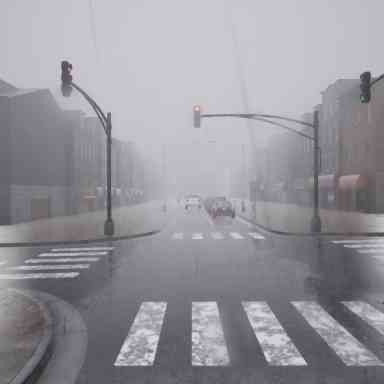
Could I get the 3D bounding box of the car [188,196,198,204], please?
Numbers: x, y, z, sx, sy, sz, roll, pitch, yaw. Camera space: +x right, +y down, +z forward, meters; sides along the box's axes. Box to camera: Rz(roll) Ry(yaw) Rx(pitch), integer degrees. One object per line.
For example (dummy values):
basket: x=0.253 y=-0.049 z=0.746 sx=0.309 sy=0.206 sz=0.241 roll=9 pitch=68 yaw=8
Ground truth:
car: x=0.215 y=1.656 z=69.658 sx=1.837 sy=1.490 sz=4.892 roll=0 pitch=0 yaw=0

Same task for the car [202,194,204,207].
car: x=2.694 y=1.373 z=40.496 sx=2.192 sy=1.841 sz=5.009 roll=-1 pitch=0 yaw=0

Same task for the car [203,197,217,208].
car: x=2.713 y=1.530 z=51.301 sx=1.967 sy=1.590 sz=4.097 roll=-1 pitch=0 yaw=0

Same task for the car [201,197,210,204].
car: x=2.741 y=1.674 z=67.677 sx=1.752 sy=1.417 sz=4.829 roll=-1 pitch=0 yaw=0

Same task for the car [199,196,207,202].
car: x=2.768 y=1.800 z=83.714 sx=1.802 sy=1.307 sz=4.206 roll=-1 pitch=0 yaw=0

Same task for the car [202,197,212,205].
car: x=2.732 y=1.653 z=62.275 sx=1.752 sy=1.417 sz=4.829 roll=-1 pitch=0 yaw=0

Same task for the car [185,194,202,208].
car: x=0.179 y=1.303 z=48.809 sx=2.150 sy=2.045 sz=5.566 roll=0 pitch=0 yaw=0

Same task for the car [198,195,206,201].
car: x=2.784 y=1.711 z=94.520 sx=1.967 sy=1.590 sz=4.097 roll=-1 pitch=0 yaw=0

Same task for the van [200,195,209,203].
van: x=2.748 y=1.511 z=72.911 sx=1.690 sy=1.788 sz=3.998 roll=-1 pitch=0 yaw=0

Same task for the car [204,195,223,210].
car: x=2.686 y=1.360 z=35.094 sx=2.192 sy=1.841 sz=5.009 roll=-1 pitch=0 yaw=0

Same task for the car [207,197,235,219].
car: x=2.678 y=1.472 z=29.691 sx=1.967 sy=1.590 sz=4.097 roll=-1 pitch=0 yaw=0
